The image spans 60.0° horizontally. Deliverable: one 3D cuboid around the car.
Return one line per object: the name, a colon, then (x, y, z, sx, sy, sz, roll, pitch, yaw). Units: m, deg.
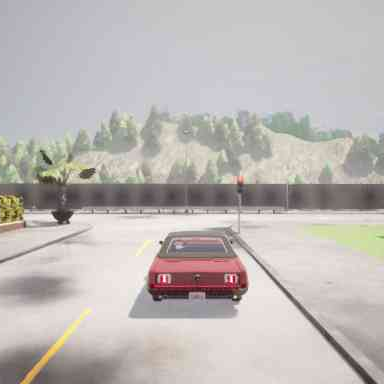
car: (0.102, 1.601, 8.258, 1.895, 1.301, 4.718, 0, 0, 0)
